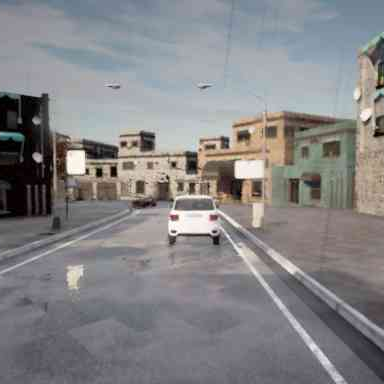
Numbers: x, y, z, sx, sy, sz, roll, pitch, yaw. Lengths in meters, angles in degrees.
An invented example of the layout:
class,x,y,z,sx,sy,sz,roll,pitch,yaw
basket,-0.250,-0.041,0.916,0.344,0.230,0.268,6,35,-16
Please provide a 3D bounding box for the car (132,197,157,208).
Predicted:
class,x,y,z,sx,sy,sz,roll,pitch,yaw
car,-5.975,1.326,41.692,1.895,1.301,4.718,-2,1,-28

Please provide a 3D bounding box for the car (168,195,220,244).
class,x,y,z,sx,sy,sz,roll,pitch,yaw
car,0.112,1.158,15.605,2.150,2.045,5.566,0,0,1

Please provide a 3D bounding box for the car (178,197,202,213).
class,x,y,z,sx,sy,sz,roll,pitch,yaw
car,-0.329,1.303,34.660,2.033,1.411,5.357,0,1,-6
